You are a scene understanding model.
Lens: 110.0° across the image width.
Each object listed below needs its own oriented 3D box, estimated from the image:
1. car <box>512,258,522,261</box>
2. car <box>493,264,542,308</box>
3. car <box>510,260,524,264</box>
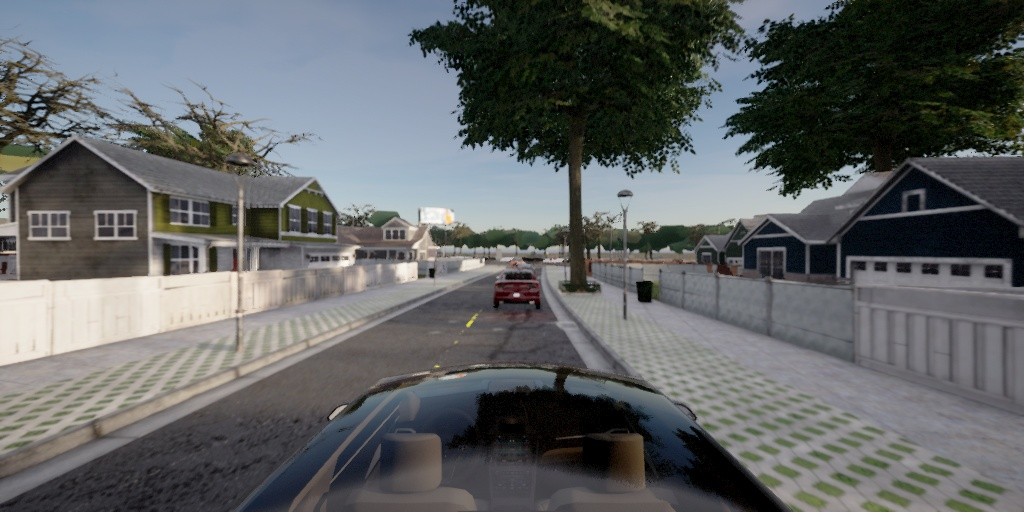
[{"bbox_3d":[0.819,1.123,59.402,2.097,1.767,4.553,0,0,6],"label":"car"},{"bbox_3d":[0.289,1.320,15.962,1.882,1.535,5.008,0,0,3],"label":"car"},{"bbox_3d":[1.070,1.377,30.129,1.837,1.490,4.892,0,1,5],"label":"car"}]
